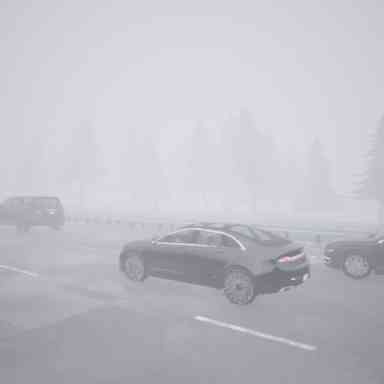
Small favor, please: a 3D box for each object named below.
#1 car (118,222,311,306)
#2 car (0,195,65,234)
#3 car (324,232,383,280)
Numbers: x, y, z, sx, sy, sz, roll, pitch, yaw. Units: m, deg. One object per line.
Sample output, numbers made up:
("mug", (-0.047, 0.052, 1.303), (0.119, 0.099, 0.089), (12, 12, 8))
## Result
("car", (0.301, 1.492, 8.075), (4.902, 1.511, 2.128), (0, 0, 35))
("car", (-9.778, 1.223, 19.557), (5.566, 2.045, 2.150), (0, 0, 35))
("car", (5.923, 1.506, 8.365), (4.892, 1.490, 1.837), (0, 0, 35))
